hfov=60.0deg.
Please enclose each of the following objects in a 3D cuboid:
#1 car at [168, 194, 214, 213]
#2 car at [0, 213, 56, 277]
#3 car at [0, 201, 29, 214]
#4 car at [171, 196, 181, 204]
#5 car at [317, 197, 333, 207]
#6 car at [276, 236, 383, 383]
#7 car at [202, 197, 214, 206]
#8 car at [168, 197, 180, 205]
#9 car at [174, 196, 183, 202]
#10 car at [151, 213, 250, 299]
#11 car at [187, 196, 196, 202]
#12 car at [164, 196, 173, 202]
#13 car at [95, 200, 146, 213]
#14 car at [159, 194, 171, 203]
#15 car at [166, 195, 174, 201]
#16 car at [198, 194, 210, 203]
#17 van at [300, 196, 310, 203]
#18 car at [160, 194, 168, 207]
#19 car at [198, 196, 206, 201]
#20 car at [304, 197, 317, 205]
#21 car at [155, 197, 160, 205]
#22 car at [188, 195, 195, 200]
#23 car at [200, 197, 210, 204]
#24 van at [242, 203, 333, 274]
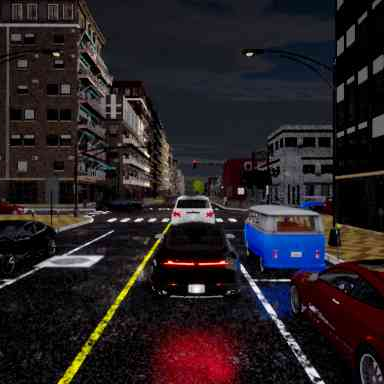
[{"bbox_3d":[0.051,1.225,18.448,2.150,2.045,5.566,0,0,0],"label":"car"},{"bbox_3d":[-5.709,1.567,10.273,1.947,1.339,4.313,0,0,0],"label":"car"},{"bbox_3d":[-17.531,1.535,31.034,4.206,1.307,1.802,0,0,0],"label":"car"},{"bbox_3d":[-3.156,1.580,68.119,1.812,1.442,4.674,0,0,0],"label":"car"},{"bbox_3d":[14.857,1.359,31.182,5.009,1.841,2.192,0,0,0],"label":"car"},{"bbox_3d":[2.651,1.582,4.576,1.802,1.307,4.206,0,0,0],"label":"car"},{"bbox_3d":[2.578,1.562,55.222,1.752,1.417,4.829,0,0,0],"label":"car"},{"bbox_3d":[-3.199,1.642,59.063,1.895,1.301,4.718,0,0,0],"label":"car"},{"bbox_3d":[-3.164,1.624,78.135,1.994,1.385,4.181,0,0,0],"label":"car"},{"bbox_3d":[0.080,1.506,8.447,1.837,1.490,4.892,0,0,0],"label":"car"},{"bbox_3d":[-0.170,1.618,81.435,2.033,1.411,5.357,0,0,0],"label":"car"},{"bbox_3d":[-5.861,1.631,82.730,2.008,1.369,4.403,0,0,0],"label":"car"},{"bbox_3d":[-7.859,1.551,36.868,5.357,1.411,2.033,0,0,0],"label":"car"},{"bbox_3d":[-5.836,1.375,71.652,2.192,1.841,5.009,0,0,0],"label":"car"},{"bbox_3d":[-5.872,1.617,88.099,1.752,1.417,4.829,0,0,0],"label":"car"},{"bbox_3d":[2.544,1.375,71.670,2.192,1.841,5.009,0,0,0],"label":"car"},{"bbox_3d":[14.817,1.426,39.562,3.998,1.788,1.690,0,0,0],"label":"van"},{"bbox_3d":[-3.204,1.382,50.120,2.097,1.767,4.553,0,0,0],"label":"car"},{"bbox_3d":[2.508,1.643,88.287,2.008,1.369,4.403,0,0,0],"label":"car"},{"bbox_3d":[15.707,1.623,36.973,5.357,1.411,2.033,0,0,0],"label":"car"},{"bbox_3d":[-5.814,1.569,60.402,1.752,1.417,4.829,0,0,0],"label":"car"},{"bbox_3d":[-0.191,1.584,91.885,1.895,1.301,4.718,0,0,0],"label":"car"},{"bbox_3d":[2.555,1.633,66.130,1.802,1.307,4.206,0,0,0],"label":"car"},{"bbox_3d":[2.639,1.342,10.265,1.690,1.788,3.998,0,0,0],"label":"van"}]
